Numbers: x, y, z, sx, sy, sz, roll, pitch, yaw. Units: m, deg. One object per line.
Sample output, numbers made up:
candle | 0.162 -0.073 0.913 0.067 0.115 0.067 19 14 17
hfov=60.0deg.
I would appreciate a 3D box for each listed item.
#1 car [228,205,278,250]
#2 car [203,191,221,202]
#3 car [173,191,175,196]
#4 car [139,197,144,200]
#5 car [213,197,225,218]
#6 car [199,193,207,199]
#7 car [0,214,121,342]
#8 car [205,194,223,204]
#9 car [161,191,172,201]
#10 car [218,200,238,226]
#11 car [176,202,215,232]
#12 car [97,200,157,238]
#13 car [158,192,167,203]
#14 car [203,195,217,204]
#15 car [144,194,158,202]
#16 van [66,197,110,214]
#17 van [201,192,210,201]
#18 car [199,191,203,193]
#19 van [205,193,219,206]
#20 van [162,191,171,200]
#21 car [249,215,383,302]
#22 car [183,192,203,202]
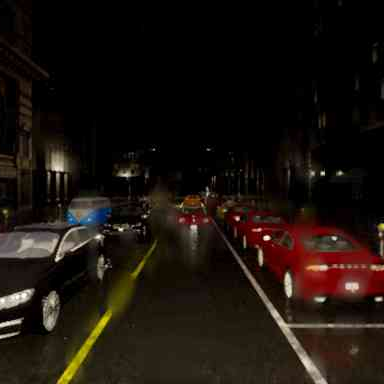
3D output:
car | 2.773 1.441 13.522 1.887 1.381 4.507 0 0 0
car | 2.761 1.008 41.147 2.192 1.841 5.009 0 0 0
car | -5.780 0.938 79.665 1.752 1.417 4.829 0 0 0
car | -5.780 1.356 30.113 1.802 1.307 4.206 0 0 0
car | 2.769 1.339 24.742 1.752 1.417 4.829 0 0 0
car | 2.745 0.917 85.351 1.887 1.381 4.507 0 0 0
car | -3.097 1.440 6.705 2.128 1.511 4.902 0 0 0
car | 2.764 1.278 35.623 1.887 1.381 4.507 0 0 0
car | -5.781 0.805 68.784 2.192 1.841 5.009 0 0 0
car | 2.771 1.400 19.047 1.887 1.381 4.507 0 0 0
car | 0.097 1.456 19.047 1.895 1.301 4.718 0 0 0
car | -3.087 1.377 16.846 1.837 1.490 4.892 0 0 0
car | -5.780 1.098 57.567 1.752 1.417 4.829 0 0 0
car | 2.758 1.162 52.199 2.008 1.369 4.403 0 0 0
car | -5.780 1.244 41.163 2.008 1.369 4.403 0 0 0
van | -5.781 1.197 19.061 1.690 1.788 3.998 0 0 0
van | 2.751 0.831 68.773 1.690 1.788 3.998 0 0 0
car | 2.753 0.970 63.249 1.967 1.590 4.097 0 0 0
van | 2.759 0.993 46.672 1.690 1.788 3.998 0 0 0
van | -5.781 0.791 74.310 1.690 1.788 3.998 0 0 0
car | 2.775 1.482 7.997 1.887 1.381 4.507 0 0 0
car | 0.082 1.175 40.500 1.882 1.535 5.008 0 1 0
